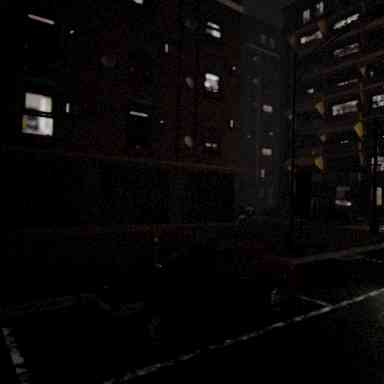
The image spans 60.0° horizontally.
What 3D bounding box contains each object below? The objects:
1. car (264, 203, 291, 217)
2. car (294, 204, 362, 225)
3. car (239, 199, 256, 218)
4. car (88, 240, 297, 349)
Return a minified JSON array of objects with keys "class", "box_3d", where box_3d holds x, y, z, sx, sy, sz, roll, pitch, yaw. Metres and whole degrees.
[{"class":"car","box_3d":[10.145,1.936,36.821,1.752,1.417,4.829,2,-1,-35]},{"class":"car","box_3d":[10.847,1.704,26.559,1.882,1.535,5.008,2,-1,-37]},{"class":"car","box_3d":[3.824,1.494,32.127,2.192,1.841,5.009,2,-1,-35]},{"class":"car","box_3d":[0.237,1.614,6.248,4.206,1.307,1.802,1,1,-35]}]
